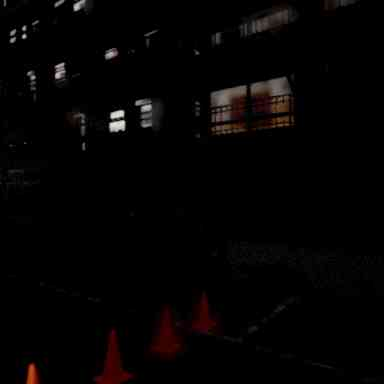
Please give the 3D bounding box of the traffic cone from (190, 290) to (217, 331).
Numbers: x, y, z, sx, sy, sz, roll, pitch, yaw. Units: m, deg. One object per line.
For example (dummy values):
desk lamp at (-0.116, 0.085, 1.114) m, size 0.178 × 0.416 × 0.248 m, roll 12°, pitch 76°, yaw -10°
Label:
traffic cone at (0.198, 1.979, 5.672) m, size 0.340 × 0.580 × 0.340 m, roll 0°, pitch 0°, yaw 36°

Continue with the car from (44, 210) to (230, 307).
car at (-1.493, 1.346, 8.078) m, size 5.009 × 1.841 × 2.192 m, roll 0°, pitch 0°, yaw 36°

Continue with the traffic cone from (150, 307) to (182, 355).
traffic cone at (-0.385, 1.975, 4.859) m, size 0.340 × 0.580 × 0.340 m, roll 0°, pitch 0°, yaw 36°

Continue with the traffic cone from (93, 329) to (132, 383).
traffic cone at (-0.968, 1.971, 4.047) m, size 0.340 × 0.580 × 0.340 m, roll 0°, pitch 0°, yaw 36°

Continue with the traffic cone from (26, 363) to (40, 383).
traffic cone at (-1.550, 1.967, 3.233) m, size 0.340 × 0.580 × 0.340 m, roll 0°, pitch 0°, yaw 36°
